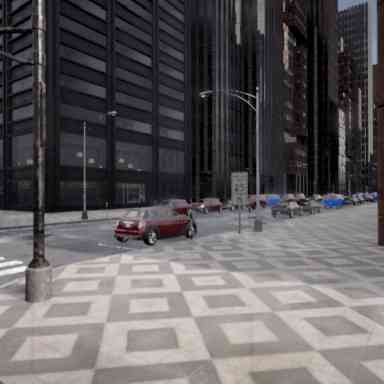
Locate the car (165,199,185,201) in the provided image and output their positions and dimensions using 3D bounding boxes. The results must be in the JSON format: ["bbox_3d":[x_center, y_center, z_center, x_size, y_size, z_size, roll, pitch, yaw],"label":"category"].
[{"bbox_3d":[-1.869,1.389,29.277,1.967,1.590,4.097,0,0,36],"label":"car"}]

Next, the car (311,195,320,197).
[{"bbox_3d":[24.320,1.298,65.718,1.967,1.590,4.097,0,0,36],"label":"car"}]

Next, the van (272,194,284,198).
[{"bbox_3d":[11.224,1.240,47.497,1.690,1.788,3.998,0,0,36],"label":"van"}]

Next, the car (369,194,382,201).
[{"bbox_3d":[41.072,1.244,74.420,1.967,1.590,4.097,0,0,36],"label":"car"}]

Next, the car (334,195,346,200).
[{"bbox_3d":[37.415,1.389,83.939,1.947,1.339,4.313,0,0,36],"label":"car"}]

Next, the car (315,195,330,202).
[{"bbox_3d":[27.593,1.399,70.273,2.008,1.369,4.403,0,0,36],"label":"car"}]

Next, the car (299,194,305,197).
[{"bbox_3d":[17.771,1.192,56.607,2.192,1.841,5.009,0,0,36],"label":"car"}]

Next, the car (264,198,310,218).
[{"bbox_3d":[8.338,1.459,28.872,2.008,1.369,4.403,0,0,36],"label":"car"}]

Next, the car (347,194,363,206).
[{"bbox_3d":[24.704,1.416,51.646,1.947,1.339,4.313,0,0,36],"label":"car"}]

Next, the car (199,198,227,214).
[{"bbox_3d":[1.404,1.375,33.832,1.967,1.590,4.097,0,0,36],"label":"car"}]

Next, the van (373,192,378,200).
[{"bbox_3d":[37.798,1.153,69.865,1.690,1.788,3.998,0,0,36],"label":"van"}]

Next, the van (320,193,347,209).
[{"bbox_3d":[18.157,1.213,42.536,1.690,1.788,3.998,0,0,36],"label":"van"}]

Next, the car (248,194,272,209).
[{"bbox_3d":[7.951,1.225,42.942,2.192,1.841,5.009,0,0,36],"label":"car"}]

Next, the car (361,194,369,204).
[{"bbox_3d":[27.978,1.406,56.201,1.947,1.339,4.313,0,0,36],"label":"car"}]

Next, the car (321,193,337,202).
[{"bbox_3d":[30.867,1.155,74.828,2.192,1.841,5.009,0,0,36],"label":"car"}]

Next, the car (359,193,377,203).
[{"bbox_3d":[34.525,1.366,65.311,1.887,1.381,4.507,0,0,36],"label":"car"}]

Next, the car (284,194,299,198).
[{"bbox_3d":[14.498,1.203,52.053,2.192,1.841,5.009,0,0,36],"label":"car"}]

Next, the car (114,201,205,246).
[{"bbox_3d":[-1.483,1.389,15.208,1.967,1.590,4.097,0,0,36],"label":"car"}]

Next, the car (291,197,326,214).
[{"bbox_3d":[11.611,1.461,33.427,1.947,1.339,4.313,0,0,36],"label":"car"}]

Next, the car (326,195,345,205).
[{"bbox_3d":[23.806,1.332,54.957,1.882,1.535,5.008,0,0,35],"label":"car"}]

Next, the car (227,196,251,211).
[{"bbox_3d":[4.678,1.473,38.388,2.008,1.369,4.403,0,0,36],"label":"car"}]
